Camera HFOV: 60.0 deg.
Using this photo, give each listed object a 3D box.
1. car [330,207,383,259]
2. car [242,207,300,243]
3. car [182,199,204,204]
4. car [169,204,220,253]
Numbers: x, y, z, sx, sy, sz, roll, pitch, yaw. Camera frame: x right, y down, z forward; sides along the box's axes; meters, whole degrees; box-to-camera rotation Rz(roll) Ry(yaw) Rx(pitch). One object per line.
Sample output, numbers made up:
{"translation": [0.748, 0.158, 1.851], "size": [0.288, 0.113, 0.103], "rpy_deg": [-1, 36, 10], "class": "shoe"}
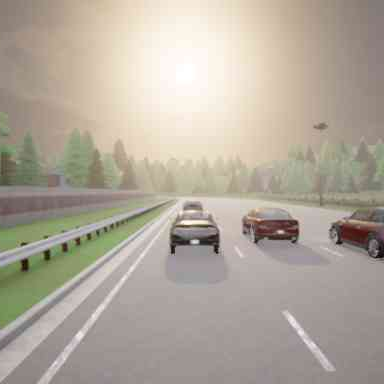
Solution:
{"translation": [7.096, 1.343, 12.734], "size": [2.097, 1.767, 4.553], "rpy_deg": [0, 0, 0], "class": "car"}
{"translation": [3.594, 1.466, 15.954], "size": [1.882, 1.535, 5.008], "rpy_deg": [0, 0, 0], "class": "car"}
{"translation": [0.087, 1.481, 32.090], "size": [1.837, 1.490, 4.892], "rpy_deg": [0, 0, 0], "class": "car"}
{"translation": [0.096, 1.481, 13.705], "size": [2.128, 1.511, 4.902], "rpy_deg": [0, 0, 0], "class": "car"}
